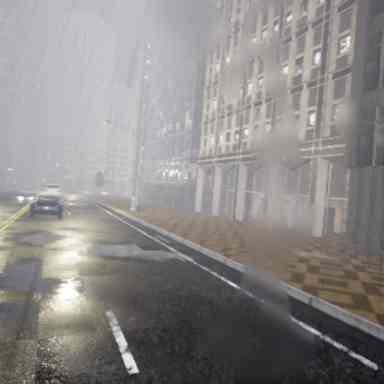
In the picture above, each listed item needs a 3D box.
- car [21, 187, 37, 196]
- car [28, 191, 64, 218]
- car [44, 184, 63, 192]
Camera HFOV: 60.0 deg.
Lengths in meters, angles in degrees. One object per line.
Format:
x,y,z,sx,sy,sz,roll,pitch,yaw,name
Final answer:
-24.360,-0.068,49.704,1.895,1.301,4.718,4,0,-22,car
-9.679,0.903,22.315,1.994,1.385,4.181,4,0,-22,car
-19.343,-0.095,46.275,2.150,2.045,5.566,4,0,-22,car
